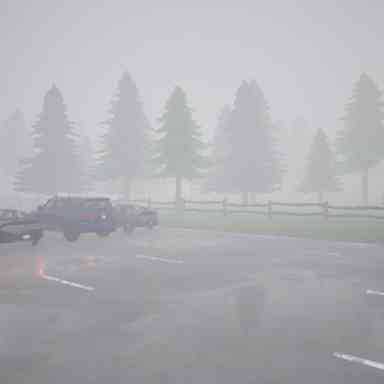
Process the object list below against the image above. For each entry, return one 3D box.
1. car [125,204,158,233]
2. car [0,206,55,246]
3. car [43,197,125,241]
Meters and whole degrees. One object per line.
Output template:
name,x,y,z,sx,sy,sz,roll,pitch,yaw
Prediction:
car,-4.204,1.492,19.765,4.902,1.511,2.128,0,0,36
car,-8.269,1.492,14.066,4.902,1.511,2.128,0,0,36
car,-6.261,1.255,16.933,5.566,2.045,2.150,0,0,36
